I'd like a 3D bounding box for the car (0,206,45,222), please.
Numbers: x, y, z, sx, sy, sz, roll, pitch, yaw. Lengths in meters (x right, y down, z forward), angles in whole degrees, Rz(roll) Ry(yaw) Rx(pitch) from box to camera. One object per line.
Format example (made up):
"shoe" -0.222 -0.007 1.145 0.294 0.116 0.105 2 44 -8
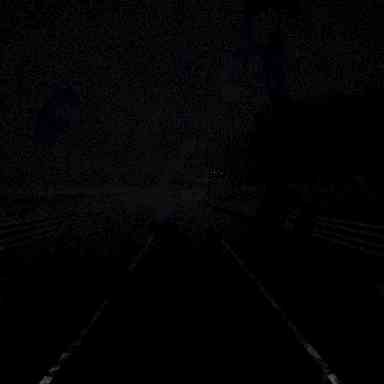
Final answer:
"car" -17.387 2.190 34.135 2.033 1.411 5.357 0 2 11

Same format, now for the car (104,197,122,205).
"car" -13.172 1.531 55.779 1.812 1.442 4.674 0 1 11

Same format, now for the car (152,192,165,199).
"car" -8.202 0.859 81.306 2.097 1.767 4.553 0 1 11
